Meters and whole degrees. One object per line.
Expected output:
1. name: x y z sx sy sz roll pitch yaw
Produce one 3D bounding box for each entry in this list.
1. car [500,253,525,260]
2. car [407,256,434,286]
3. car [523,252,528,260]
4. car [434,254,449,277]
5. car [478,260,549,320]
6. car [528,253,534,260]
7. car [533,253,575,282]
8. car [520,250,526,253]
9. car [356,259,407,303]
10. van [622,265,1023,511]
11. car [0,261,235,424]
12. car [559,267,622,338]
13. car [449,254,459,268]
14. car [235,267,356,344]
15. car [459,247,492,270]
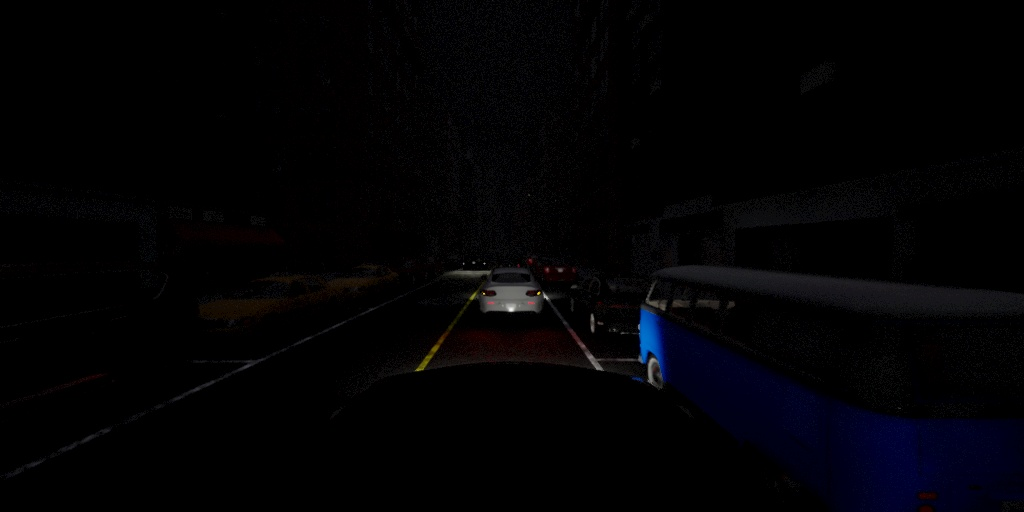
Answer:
1. car: -0.166 0.694 28.926 1.895 1.301 4.718 0 1 0
2. car: -6.025 0.846 20.415 1.888 1.381 4.507 0 0 -1
3. car: 2.348 0.475 37.280 1.802 1.307 4.207 0 0 -1
4. car: -6.076 0.711 26.009 1.888 1.381 4.507 0 0 -1
5. car: -0.018 1.041 11.401 1.812 1.442 4.674 0 2 0
6. car: 2.450 0.600 26.095 1.967 1.591 4.097 0 0 -1
7. car: 2.501 0.734 20.503 1.967 1.591 4.097 0 0 -1
8. car: 2.297 0.310 42.872 2.007 1.370 4.403 0 0 -1
9. car: -5.972 0.961 14.652 1.751 1.417 4.829 0 0 -1
10. van: 2.653 1.040 3.726 1.690 1.789 3.998 0 0 -1
11. car: -5.872 1.021 3.634 2.192 1.841 5.009 0 0 -1
12. car: 2.603 1.115 9.318 2.007 1.370 4.403 0 0 -1
13. car: -6.177 0.449 37.197 2.007 1.370 4.403 0 0 -1
14. car: -5.921 1.096 9.058 1.751 1.417 4.829 0 0 -1
15. car: -3.384 0.188 34.360 2.150 2.045 5.566 0 1 0
